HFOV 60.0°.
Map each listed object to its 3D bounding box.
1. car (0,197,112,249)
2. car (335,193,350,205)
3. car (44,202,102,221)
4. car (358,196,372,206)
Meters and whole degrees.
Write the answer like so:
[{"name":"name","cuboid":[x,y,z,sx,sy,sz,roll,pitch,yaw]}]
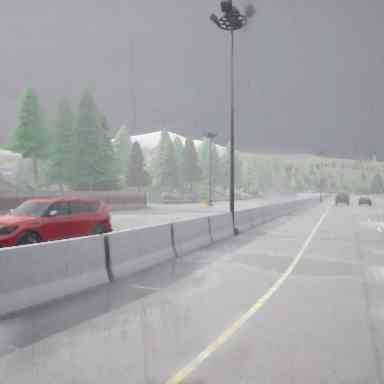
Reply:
[{"name":"car","cuboid":[-5.507,1.223,12.952,2.150,2.045,5.566,0,0,26]},{"name":"car","cuboid":[25.911,1.221,57.363,2.150,2.045,5.566,0,0,24]},{"name":"car","cuboid":[-10.010,1.601,28.330,1.895,1.301,4.718,0,0,24]},{"name":"car","cuboid":[29.398,1.491,56.597,2.128,1.511,4.902,0,0,24]}]
